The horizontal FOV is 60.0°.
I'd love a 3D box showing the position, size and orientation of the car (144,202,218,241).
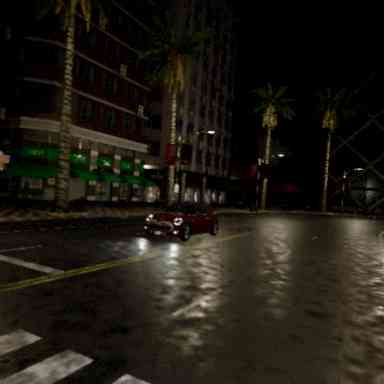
[{"bbox_3d":[-0.387,1.317,16.783,2.097,1.767,4.553,4,0,29],"label":"car"}]
